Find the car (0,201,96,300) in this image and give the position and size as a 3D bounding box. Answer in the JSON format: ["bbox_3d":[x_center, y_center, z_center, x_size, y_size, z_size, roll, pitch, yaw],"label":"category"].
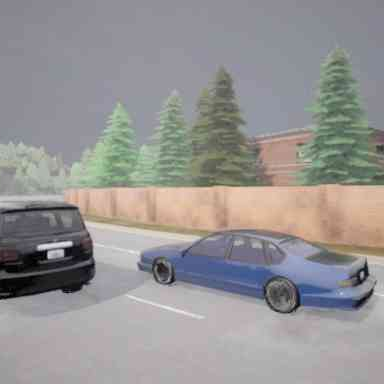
[{"bbox_3d":[-4.508,1.219,7.813,5.566,2.045,2.150,0,0,41],"label":"car"}]

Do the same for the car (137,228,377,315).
[{"bbox_3d":[1.140,1.564,7.650,5.357,1.411,2.033,0,0,38],"label":"car"}]
